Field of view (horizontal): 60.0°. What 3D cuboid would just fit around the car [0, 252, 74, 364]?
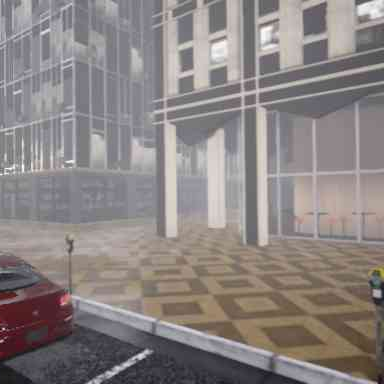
[{"bbox_3d":[-3.584,1.614,5.289,4.206,1.307,1.802,0,-1,36],"label":"car"}]
